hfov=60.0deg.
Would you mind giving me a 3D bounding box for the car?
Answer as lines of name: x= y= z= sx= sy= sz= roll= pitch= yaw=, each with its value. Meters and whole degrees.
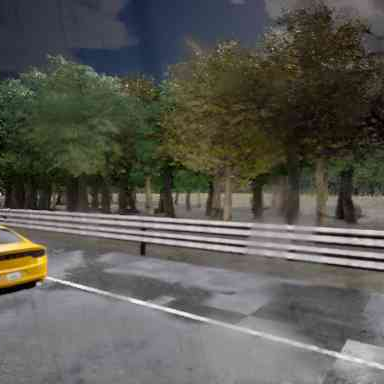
car: x=-5.474 y=1.481 z=7.899 sx=5.008 sy=1.535 sz=1.882 roll=0 pitch=0 yaw=35
